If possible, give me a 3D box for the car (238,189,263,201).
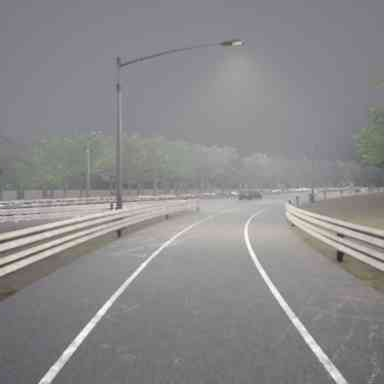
[{"bbox_3d":[10.383,0.515,58.853,2.150,2.045,5.566,0,2,42],"label":"car"}]

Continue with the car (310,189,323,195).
[{"bbox_3d":[30.485,0.031,81.513,1.812,1.442,4.674,0,2,42],"label":"car"}]

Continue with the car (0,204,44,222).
[{"bbox_3d":[-15.607,1.799,29.557,1.812,1.442,4.674,0,1,42],"label":"car"}]
